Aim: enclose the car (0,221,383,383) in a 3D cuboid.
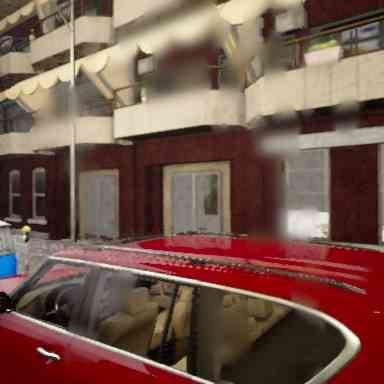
[{"bbox_3d":[-0.351,1.308,2.986,5.009,1.841,2.192,0,0,36],"label":"car"}]
